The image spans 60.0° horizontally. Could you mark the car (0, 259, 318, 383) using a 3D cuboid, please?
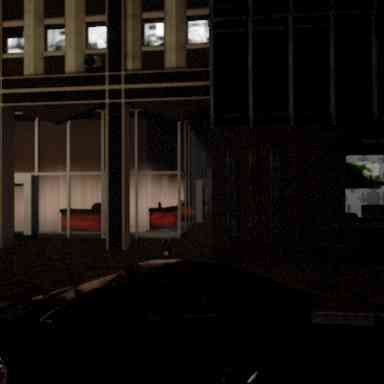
[{"bbox_3d":[-0.667,1.594,4.259,4.313,1.339,1.947,0,0,6],"label":"car"}]
